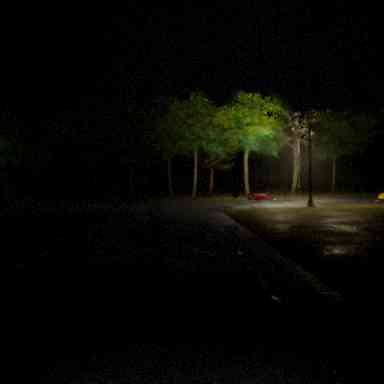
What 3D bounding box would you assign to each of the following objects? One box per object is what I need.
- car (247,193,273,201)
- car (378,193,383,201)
[{"bbox_3d":[11.257,0.828,55.331,4.181,1.385,1.994,-2,3,0],"label":"car"},{"bbox_3d":[29.848,0.574,48.301,5.008,1.535,1.882,-2,3,0],"label":"car"}]
